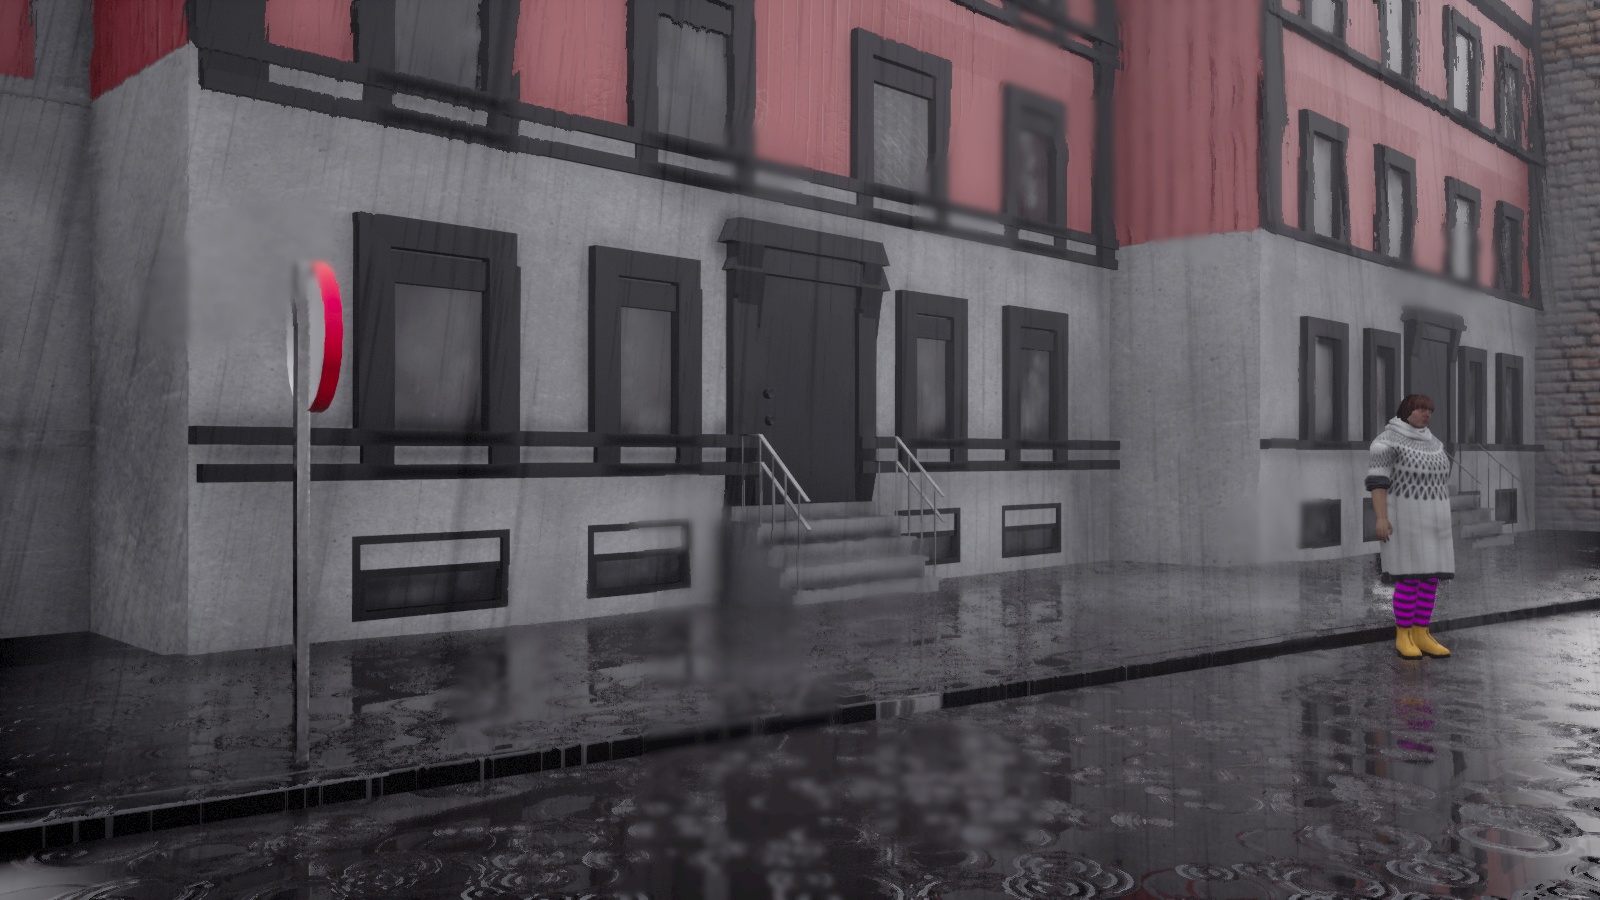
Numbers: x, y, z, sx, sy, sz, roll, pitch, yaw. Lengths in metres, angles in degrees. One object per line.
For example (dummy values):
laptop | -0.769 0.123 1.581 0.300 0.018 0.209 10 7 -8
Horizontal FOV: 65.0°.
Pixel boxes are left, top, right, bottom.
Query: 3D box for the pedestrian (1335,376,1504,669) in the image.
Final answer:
pedestrian | 4.354 0.482 8.872 0.659 1.952 0.873 0 0 -14
